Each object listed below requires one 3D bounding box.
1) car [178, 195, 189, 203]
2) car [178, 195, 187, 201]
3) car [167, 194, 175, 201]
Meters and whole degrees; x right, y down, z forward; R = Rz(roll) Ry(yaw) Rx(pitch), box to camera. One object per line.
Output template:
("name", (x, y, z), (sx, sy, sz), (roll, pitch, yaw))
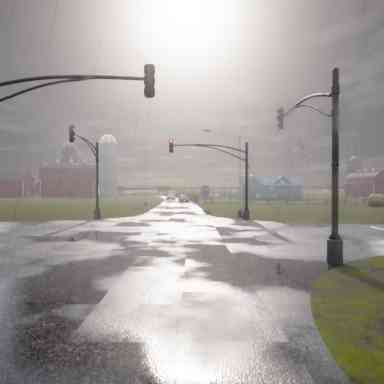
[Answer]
("car", (-1.690, 1.624, 69.889), (1.895, 1.301, 4.718), (0, 0, -3))
("car", (-2.297, 1.463, 79.874), (1.837, 1.490, 4.892), (0, 0, -4))
("car", (-4.676, 1.182, 73.890), (1.812, 1.442, 4.674), (0, 0, -3))
